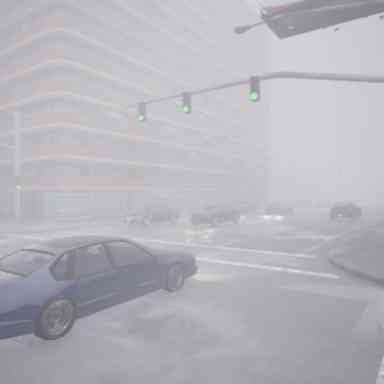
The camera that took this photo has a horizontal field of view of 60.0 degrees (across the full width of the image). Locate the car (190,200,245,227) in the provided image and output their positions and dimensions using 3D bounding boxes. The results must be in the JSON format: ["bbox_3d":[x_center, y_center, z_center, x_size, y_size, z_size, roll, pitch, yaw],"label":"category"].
[{"bbox_3d":[1.762,1.613,24.491,1.882,1.535,5.008,-1,0,35],"label":"car"}]

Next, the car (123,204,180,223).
[{"bbox_3d":[-2.828,1.664,24.063,2.128,1.511,4.902,-1,0,36],"label":"car"}]

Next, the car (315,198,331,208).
[{"bbox_3d":[20.092,1.664,50.334,1.812,1.442,4.674,-1,-1,35],"label":"car"}]

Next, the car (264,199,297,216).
[{"bbox_3d":[9.135,1.700,34.945,1.994,1.385,4.181,-1,0,35],"label":"car"}]

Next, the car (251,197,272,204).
[{"bbox_3d":[15.218,1.814,72.611,4.181,1.385,1.994,-1,0,22],"label":"car"}]

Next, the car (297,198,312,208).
[{"bbox_3d":[17.462,1.660,52.674,1.882,1.535,5.008,-1,-1,35],"label":"car"}]

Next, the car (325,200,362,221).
[{"bbox_3d":[13.047,1.597,28.178,1.837,1.490,4.892,-1,-1,35],"label":"car"}]

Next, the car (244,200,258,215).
[{"bbox_3d":[5.548,1.678,35.934,1.837,1.490,4.892,-1,0,35],"label":"car"}]

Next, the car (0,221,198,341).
[{"bbox_3d":[-2.048,1.606,6.759,2.033,1.411,5.357,-1,0,35],"label":"car"}]
